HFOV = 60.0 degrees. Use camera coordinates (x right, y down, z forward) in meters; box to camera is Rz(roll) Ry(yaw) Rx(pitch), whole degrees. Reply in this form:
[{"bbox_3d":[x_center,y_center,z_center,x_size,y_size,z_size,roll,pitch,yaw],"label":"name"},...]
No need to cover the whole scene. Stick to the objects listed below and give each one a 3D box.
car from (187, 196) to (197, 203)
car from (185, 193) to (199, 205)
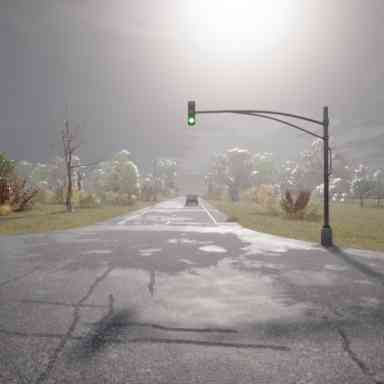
[{"bbox_3d":[0.015,1.546,69.623,1.882,1.535,5.008,0,0,0],"label":"car"},{"bbox_3d":[0.013,1.271,59.234,2.150,2.045,5.566,0,0,0],"label":"car"}]
